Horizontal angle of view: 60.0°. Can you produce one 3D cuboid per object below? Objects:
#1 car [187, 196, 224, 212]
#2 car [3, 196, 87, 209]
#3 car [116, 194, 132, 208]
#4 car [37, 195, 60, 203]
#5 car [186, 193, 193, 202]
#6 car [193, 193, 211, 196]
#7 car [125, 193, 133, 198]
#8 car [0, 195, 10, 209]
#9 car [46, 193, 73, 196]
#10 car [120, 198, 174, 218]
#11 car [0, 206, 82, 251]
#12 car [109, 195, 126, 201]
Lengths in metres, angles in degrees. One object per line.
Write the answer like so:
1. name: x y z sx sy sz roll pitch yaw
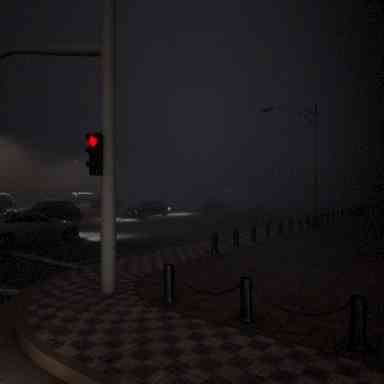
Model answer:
1. car: 1.988 1.547 39.432 2.128 1.511 4.902 0 0 36
2. car: -10.009 1.407 23.001 2.097 1.767 4.553 0 0 36
3. car: -12.091 1.451 53.426 1.970 1.475 3.806 0 0 36
4. car: -28.057 1.419 65.126 1.784 1.438 3.905 0 0 36
5. car: 0.432 1.212 65.900 1.905 1.878 3.866 0 0 36
6. car: 2.733 1.209 64.142 1.932 1.855 4.605 0 0 36
7. car: -15.403 1.212 77.490 1.905 1.878 3.866 0 0 36
8. car: -25.682 1.451 44.672 1.970 1.475 3.806 0 0 36
9. car: -25.761 1.209 63.359 1.932 1.855 4.605 0 0 36
10. car: -4.070 1.560 31.145 1.837 1.490 4.892 0 0 36
11. car: -7.236 1.582 14.586 1.812 1.442 4.674 0 0 36
12. car: -17.729 1.451 79.213 1.970 1.475 3.806 0 0 36
